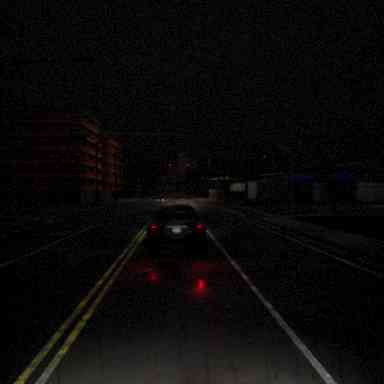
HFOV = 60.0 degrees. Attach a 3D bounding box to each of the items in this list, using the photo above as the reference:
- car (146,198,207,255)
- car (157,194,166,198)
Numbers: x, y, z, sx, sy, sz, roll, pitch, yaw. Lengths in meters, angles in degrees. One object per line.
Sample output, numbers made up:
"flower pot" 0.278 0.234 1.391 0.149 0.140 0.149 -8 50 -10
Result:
"car" -0.599 1.297 13.264 2.097 1.767 4.553 0 0 -2
"car" -7.895 1.225 84.592 2.033 1.411 5.357 0 0 -3
